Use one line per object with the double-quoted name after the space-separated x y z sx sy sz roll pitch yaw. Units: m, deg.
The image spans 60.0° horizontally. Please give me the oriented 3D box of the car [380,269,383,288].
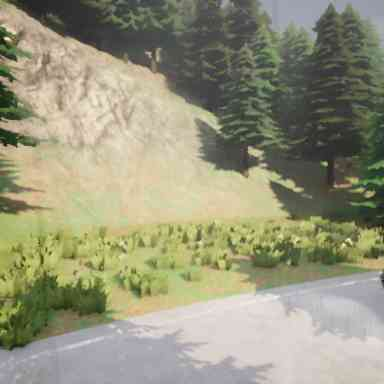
6.040 1.405 6.619 4.674 1.442 1.812 -1 0 -19 "car"
